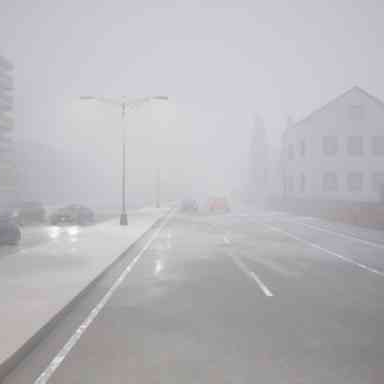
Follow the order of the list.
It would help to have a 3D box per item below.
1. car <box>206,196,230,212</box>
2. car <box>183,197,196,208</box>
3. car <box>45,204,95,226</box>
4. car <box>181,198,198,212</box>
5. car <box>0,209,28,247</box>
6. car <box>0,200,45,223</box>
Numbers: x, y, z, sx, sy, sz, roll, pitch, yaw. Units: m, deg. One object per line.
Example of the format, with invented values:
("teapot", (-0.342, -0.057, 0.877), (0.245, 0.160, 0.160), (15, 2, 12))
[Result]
("car", (3.137, 1.352, 38.600), (2.097, 1.767, 4.553), (0, 0, 0))
("car", (-0.427, 1.525, 48.219), (1.812, 1.442, 4.674), (0, 0, -1))
("car", (-8.336, 1.564, 23.470), (1.994, 1.385, 4.181), (0, 0, 0))
("car", (-0.309, 1.601, 38.265), (1.895, 1.301, 4.718), (0, 0, -1))
("car", (-8.231, 1.562, 12.496), (1.994, 1.385, 4.181), (0, 0, -3))
("car", (-11.782, 1.351, 22.603), (2.097, 1.767, 4.553), (0, 0, 0))
